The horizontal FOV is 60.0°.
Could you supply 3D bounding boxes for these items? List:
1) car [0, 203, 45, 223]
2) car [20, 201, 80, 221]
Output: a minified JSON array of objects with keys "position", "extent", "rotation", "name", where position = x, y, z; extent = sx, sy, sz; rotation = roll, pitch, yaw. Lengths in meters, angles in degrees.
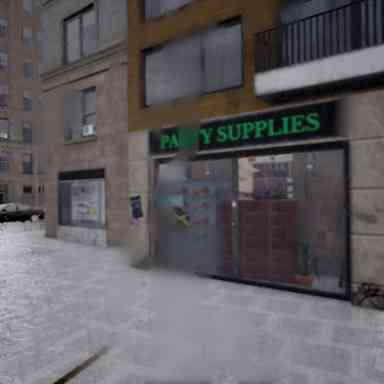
[{"position":[-13.458,1.604,24.442],"extent":[1.882,1.535,5.008],"rotation":[-1,0,35],"name":"car"},{"position":[-12.734,1.643,30.113],"extent":[1.752,1.417,4.829],"rotation":[0,0,36],"name":"car"}]
